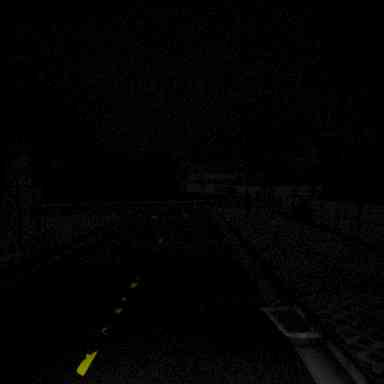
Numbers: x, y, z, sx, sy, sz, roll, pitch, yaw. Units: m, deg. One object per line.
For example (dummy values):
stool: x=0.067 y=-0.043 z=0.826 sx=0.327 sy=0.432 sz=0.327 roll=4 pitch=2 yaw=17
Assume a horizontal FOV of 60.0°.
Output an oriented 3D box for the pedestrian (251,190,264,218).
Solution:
pedestrian: x=4.143 y=0.736 z=21.120 sx=0.375 sy=1.860 sz=0.375 roll=-3 pitch=4 yaw=1

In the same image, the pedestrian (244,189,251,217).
pedestrian: x=3.698 y=0.713 z=22.324 sx=0.375 sy=1.860 sz=0.375 roll=-3 pitch=4 yaw=1

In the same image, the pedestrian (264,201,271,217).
pedestrian: x=5.030 y=1.103 z=21.741 sx=0.500 sy=1.100 sz=0.500 roll=-3 pitch=4 yaw=1
